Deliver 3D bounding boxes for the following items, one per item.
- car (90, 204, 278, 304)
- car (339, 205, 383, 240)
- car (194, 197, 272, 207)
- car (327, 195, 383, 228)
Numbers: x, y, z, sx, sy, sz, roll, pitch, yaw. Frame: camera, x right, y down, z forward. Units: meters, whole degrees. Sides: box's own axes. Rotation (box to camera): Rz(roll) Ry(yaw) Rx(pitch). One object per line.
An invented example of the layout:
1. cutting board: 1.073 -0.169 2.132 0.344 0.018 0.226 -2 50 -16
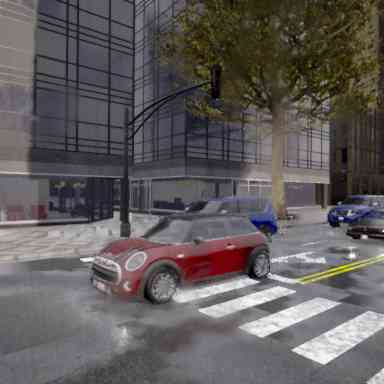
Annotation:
1. car: -0.127 1.352 8.278 4.553 1.767 2.097 0 0 -39
2. car: 9.507 1.551 16.012 5.357 1.411 2.033 0 0 -39
3. car: 1.140 1.223 13.462 5.566 2.045 2.150 0 0 -38
4. car: 10.946 1.226 21.340 5.566 2.045 2.150 1 0 -39
